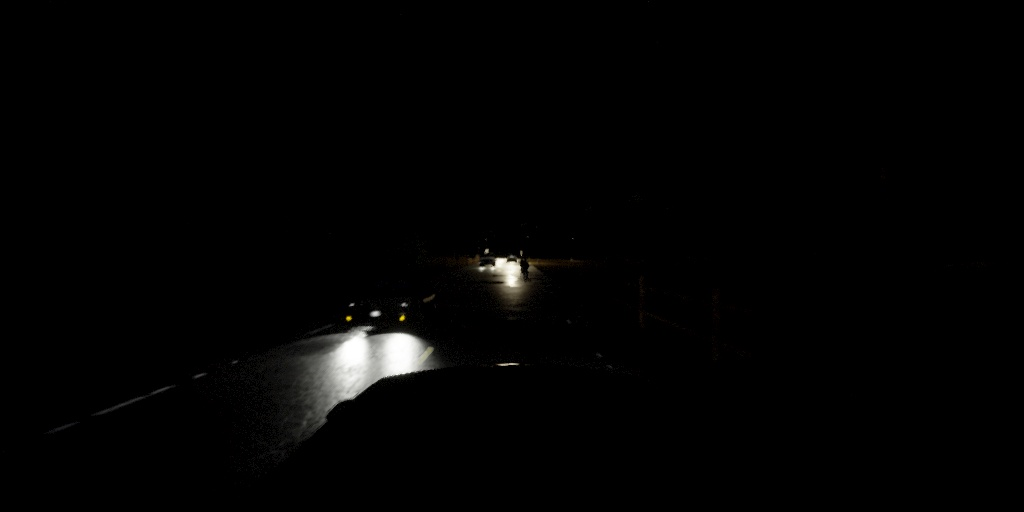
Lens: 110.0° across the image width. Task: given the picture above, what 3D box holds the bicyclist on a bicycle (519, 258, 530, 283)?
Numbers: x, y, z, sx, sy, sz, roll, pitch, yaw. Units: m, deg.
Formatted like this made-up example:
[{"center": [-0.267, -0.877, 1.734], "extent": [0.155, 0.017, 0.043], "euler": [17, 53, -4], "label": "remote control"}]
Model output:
[{"center": [0.964, 1.056, 25.545], "extent": [0.659, 1.776, 1.843], "euler": [0, 1, 0], "label": "bicyclist on a bicycle"}]

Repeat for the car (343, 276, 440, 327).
[{"center": [-3.599, 1.328, 11.431], "extent": [1.994, 1.385, 4.181], "euler": [0, 0, 0], "label": "car"}]

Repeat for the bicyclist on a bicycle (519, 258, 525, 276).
[{"center": [0.963, 1.033, 34.278], "extent": [0.582, 1.620, 1.656], "euler": [0, 0, 0], "label": "bicyclist on a bicycle"}]

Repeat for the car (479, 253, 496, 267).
[{"center": [-3.565, 0.528, 53.389], "extent": [2.150, 2.045, 5.566], "euler": [0, 1, 0], "label": "car"}]
